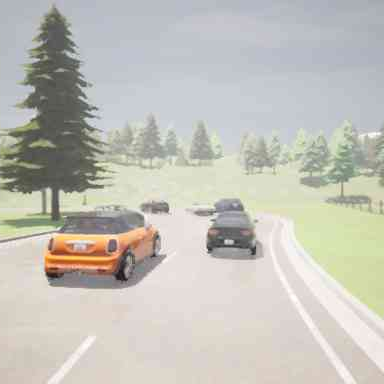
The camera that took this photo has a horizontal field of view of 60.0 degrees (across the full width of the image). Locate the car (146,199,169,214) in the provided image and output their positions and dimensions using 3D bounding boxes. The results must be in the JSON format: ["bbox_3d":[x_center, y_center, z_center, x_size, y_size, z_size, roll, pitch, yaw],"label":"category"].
[{"bbox_3d":[-4.101,1.490,35.164,2.128,1.511,4.902,1,0,-29],"label":"car"}]

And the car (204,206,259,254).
[{"bbox_3d":[1.713,1.535,13.546,1.812,1.442,4.674,0,0,11],"label":"car"}]

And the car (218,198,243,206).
[{"bbox_3d":[3.664,1.374,34.778,2.097,1.767,4.553,0,0,-16],"label":"car"}]

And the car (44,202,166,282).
[{"bbox_3d":[-2.394,1.348,10.067,2.097,1.767,4.553,0,0,8],"label":"car"}]

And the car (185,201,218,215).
[{"bbox_3d":[0.675,1.614,33.662,1.895,1.301,4.718,0,0,-17],"label":"car"}]
